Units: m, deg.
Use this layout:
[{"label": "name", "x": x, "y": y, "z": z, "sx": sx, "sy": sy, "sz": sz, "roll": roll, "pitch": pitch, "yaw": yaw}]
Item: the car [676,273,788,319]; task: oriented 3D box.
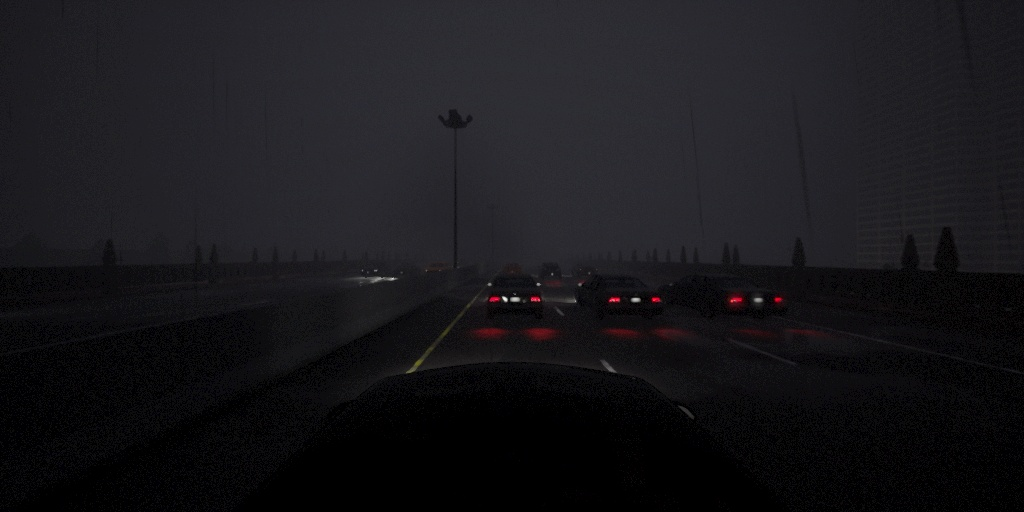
[{"label": "car", "x": 7.084, "y": 1.327, "z": 12.832, "sx": 2.033, "sy": 1.411, "sz": 5.357, "roll": 0, "pitch": 0, "yaw": 0}]

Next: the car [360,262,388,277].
[{"label": "car", "x": -14.155, "y": 1.364, "z": 37.613, "sx": 1.837, "sy": 1.490, "sz": 4.892, "roll": 0, "pitch": 0, "yaw": 0}]

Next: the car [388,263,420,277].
[{"label": "car", "x": -10.655, "y": 1.418, "z": 36.568, "sx": 1.994, "sy": 1.385, "sz": 4.181, "roll": 0, "pitch": 0, "yaw": 0}]

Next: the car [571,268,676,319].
[{"label": "car", "x": 3.584, "y": 1.329, "z": 12.915, "sx": 2.033, "sy": 1.411, "sz": 5.357, "roll": 0, "pitch": 0, "yaw": 0}]

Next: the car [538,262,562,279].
[{"label": "car", "x": 3.544, "y": 1.347, "z": 33.934, "sx": 1.837, "sy": 1.490, "sz": 4.892, "roll": 0, "pitch": 0, "yaw": 0}]

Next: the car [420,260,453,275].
[{"label": "car", "x": -7.154, "y": 1.326, "z": 34.840, "sx": 1.882, "sy": 1.535, "sz": 5.008, "roll": 0, "pitch": 0, "yaw": 0}]

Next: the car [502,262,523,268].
[{"label": "car", "x": 0.042, "y": 1.325, "z": 35.493, "sx": 1.882, "sy": 1.535, "sz": 5.008, "roll": 0, "pitch": 0, "yaw": 0}]

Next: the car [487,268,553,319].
[{"label": "car", "x": 0.084, "y": 1.330, "z": 13.013, "sx": 2.033, "sy": 1.411, "sz": 5.357, "roll": 0, "pitch": 0, "yaw": 0}]

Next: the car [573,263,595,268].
[{"label": "car", "x": 7.028, "y": 1.369, "z": 34.866, "sx": 1.812, "sy": 1.442, "sz": 4.674, "roll": 0, "pitch": 0, "yaw": 0}]
